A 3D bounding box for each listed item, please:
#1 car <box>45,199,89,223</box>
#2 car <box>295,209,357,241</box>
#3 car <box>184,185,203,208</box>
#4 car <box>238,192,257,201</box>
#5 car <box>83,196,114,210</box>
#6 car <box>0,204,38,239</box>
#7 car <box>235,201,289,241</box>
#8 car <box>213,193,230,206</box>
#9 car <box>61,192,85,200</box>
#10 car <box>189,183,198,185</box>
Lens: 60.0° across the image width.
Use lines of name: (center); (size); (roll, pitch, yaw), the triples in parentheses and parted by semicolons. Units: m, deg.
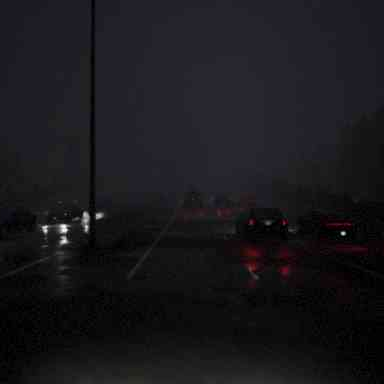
car: (-10.548, 1.670, 27.935); (1.812, 1.442, 4.674); (0, 1, 0)
car: (7.110, 1.698, 18.053); (1.837, 1.490, 4.892); (0, 0, 0)
car: (0.179, 0.696, 40.622); (2.150, 2.045, 5.566); (0, 5, 0)
car: (7.194, 0.729, 43.181); (1.882, 1.535, 5.008); (0, 5, 0)
car: (-10.494, 1.258, 38.201); (1.895, 1.301, 4.718); (0, 4, 1)
car: (-10.564, 1.679, 18.786); (1.882, 1.535, 5.008); (0, -1, 0)
car: (3.609, 1.542, 17.897); (2.097, 1.767, 4.553); (0, -1, 0)
car: (3.685, 0.886, 41.597); (2.128, 1.511, 4.902); (0, 5, 0)
car: (-13.987, 0.934, 39.304); (2.097, 1.767, 4.553); (0, 4, 1)
car: (0.172, -0.834, 56.354); (2.097, 1.767, 4.553); (0, 7, 0)
